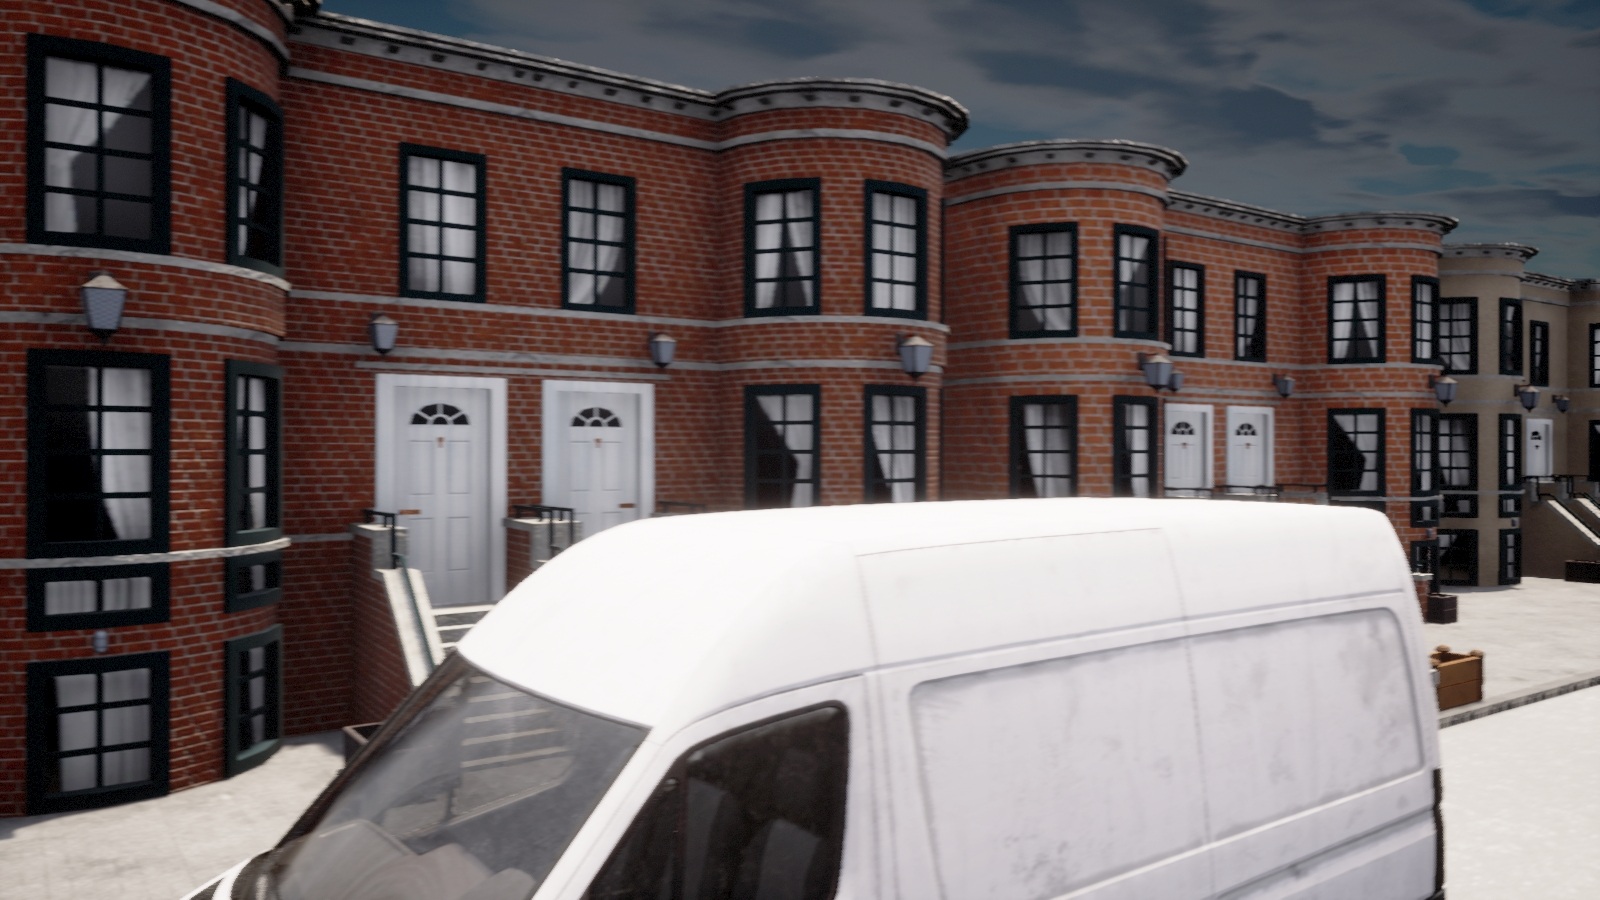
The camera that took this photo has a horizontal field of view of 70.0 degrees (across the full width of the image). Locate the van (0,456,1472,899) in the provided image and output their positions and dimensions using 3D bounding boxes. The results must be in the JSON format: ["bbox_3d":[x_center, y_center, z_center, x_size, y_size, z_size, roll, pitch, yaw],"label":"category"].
[{"bbox_3d":[0.196,1.317,4.537,5.915,2.561,1.988,0,0,-35],"label":"van"}]
